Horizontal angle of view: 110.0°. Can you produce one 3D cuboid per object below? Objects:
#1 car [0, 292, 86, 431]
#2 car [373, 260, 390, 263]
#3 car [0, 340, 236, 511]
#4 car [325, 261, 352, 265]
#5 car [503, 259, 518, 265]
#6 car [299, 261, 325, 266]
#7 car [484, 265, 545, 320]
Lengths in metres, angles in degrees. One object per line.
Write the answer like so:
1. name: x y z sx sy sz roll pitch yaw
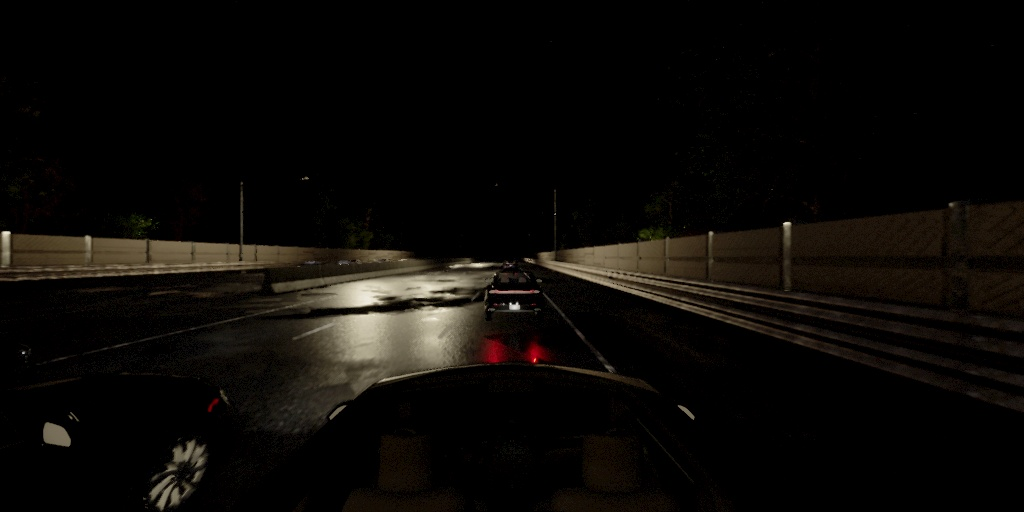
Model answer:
1. car: -6.906 1.243 2.465 2.128 1.511 4.902 0 0 0
2. car: -17.853 1.255 48.944 2.128 1.511 4.902 0 0 0
3. car: -3.405 1.255 1.235 1.837 1.490 4.892 0 0 0
4. car: -21.332 1.326 45.585 1.994 1.385 4.181 0 0 0
5. car: -0.151 1.188 44.512 2.033 1.649 4.856 0 0 0
6. car: -24.830 1.326 44.639 1.994 1.385 4.181 0 0 0
7. car: 0.064 1.244 12.620 2.128 1.511 4.902 0 0 0
